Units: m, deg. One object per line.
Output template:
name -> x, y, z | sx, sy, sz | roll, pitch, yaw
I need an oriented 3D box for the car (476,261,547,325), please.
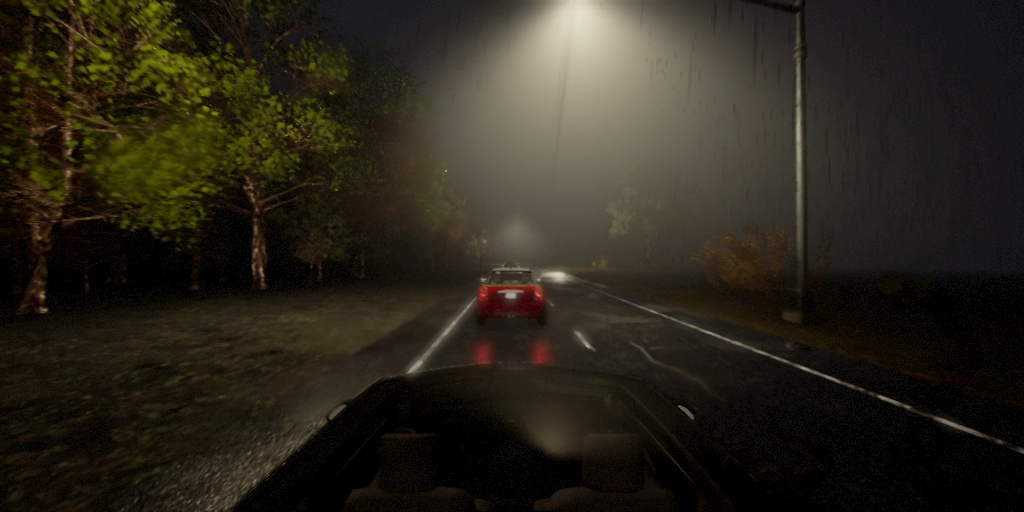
car -> -0.024, 1.167, 12.311 | 2.097, 1.767, 4.553 | 0, 0, 0

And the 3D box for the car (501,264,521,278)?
car -> -0.096, 1.525, 37.811 | 1.994, 1.385, 4.181 | 0, 0, 0
